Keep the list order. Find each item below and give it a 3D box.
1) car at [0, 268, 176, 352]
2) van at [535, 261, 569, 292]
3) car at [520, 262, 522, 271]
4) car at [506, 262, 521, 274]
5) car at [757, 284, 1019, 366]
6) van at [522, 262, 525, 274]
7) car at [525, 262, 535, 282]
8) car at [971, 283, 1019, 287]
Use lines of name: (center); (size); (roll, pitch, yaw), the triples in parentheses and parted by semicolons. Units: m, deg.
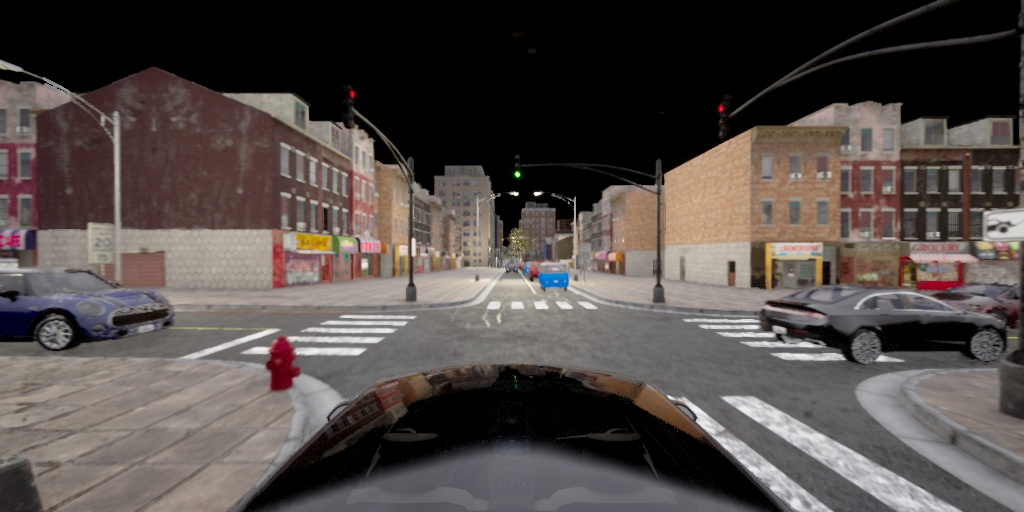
car: (-10.760, 1.072, 8.353); (4.553, 1.767, 2.097); (1, 0, 0)
van: (2.637, 1.319, 23.250); (1.690, 1.789, 3.998); (0, 0, 0)
car: (2.638, 1.869, 54.987); (1.967, 1.591, 4.097); (0, 0, 0)
car: (0.003, 2.015, 53.732); (1.895, 1.301, 4.718); (0, -1, 0)
car: (8.217, 1.428, 8.086); (4.902, 1.511, 2.128); (1, 0, -7)
van: (2.638, 1.686, 49.698); (1.690, 1.789, 3.998); (0, 0, 0)
car: (2.638, 1.428, 33.831); (2.192, 1.841, 5.009); (0, 0, 0)
car: (15.123, 1.561, 11.258); (4.181, 1.385, 1.994); (1, 0, 0)
